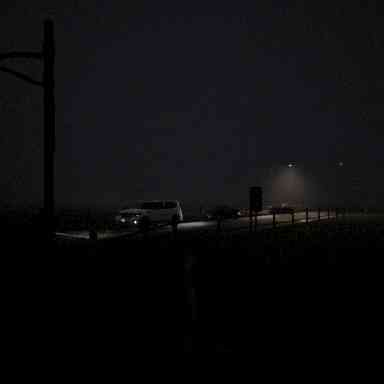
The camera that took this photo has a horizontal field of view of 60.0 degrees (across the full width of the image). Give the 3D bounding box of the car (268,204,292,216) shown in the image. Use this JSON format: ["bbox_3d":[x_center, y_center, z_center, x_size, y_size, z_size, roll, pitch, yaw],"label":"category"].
[{"bbox_3d":[11.908,2.367,44.976,2.128,1.511,4.902,0,-1,36],"label":"car"}]

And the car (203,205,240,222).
[{"bbox_3d":[2.989,2.073,32.808,2.128,1.511,4.902,0,-1,36],"label":"car"}]

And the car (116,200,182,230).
[{"bbox_3d":[-3.000,1.607,24.616,2.150,2.045,5.566,0,-1,36],"label":"car"}]
